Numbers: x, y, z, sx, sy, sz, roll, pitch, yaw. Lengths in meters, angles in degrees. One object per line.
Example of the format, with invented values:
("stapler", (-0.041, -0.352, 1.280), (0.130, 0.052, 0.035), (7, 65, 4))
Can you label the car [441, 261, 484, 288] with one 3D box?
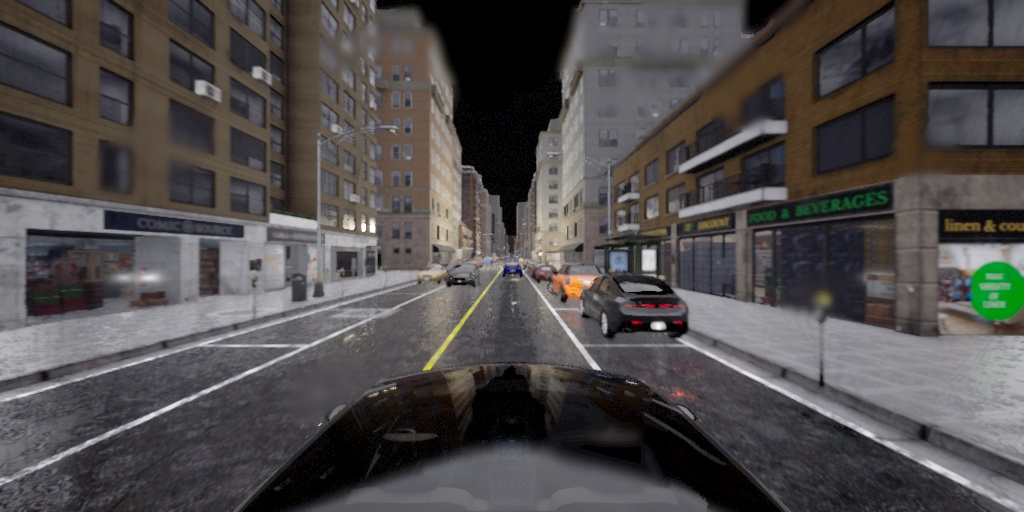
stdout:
("car", (-3.105, 1.257, 23.639), (1.837, 1.490, 4.892), (0, 0, 0))

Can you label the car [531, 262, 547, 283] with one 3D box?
("car", (2.659, 1.335, 27.280), (1.802, 1.307, 4.207), (0, 0, 0))

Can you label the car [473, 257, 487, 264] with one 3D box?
("car", (-5.880, 1.065, 60.401), (2.192, 1.841, 5.009), (0, 0, 0))

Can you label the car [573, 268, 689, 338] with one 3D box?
("car", (3.142, 1.255, 10.119), (1.837, 1.490, 4.892), (0, 0, 0))

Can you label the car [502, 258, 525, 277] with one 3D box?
("car", (0.067, 1.231, 36.278), (1.882, 1.535, 5.008), (0, 0, 0))

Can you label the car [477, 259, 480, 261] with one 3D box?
("car", (-5.875, 1.318, 49.354), (1.948, 1.339, 4.313), (0, 0, 0))

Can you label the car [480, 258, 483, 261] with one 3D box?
("car", (-5.878, 1.334, 54.878), (1.802, 1.307, 4.207), (0, 0, 0))

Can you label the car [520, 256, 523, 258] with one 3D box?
("car", (2.648, 1.193, 54.907), (1.967, 1.591, 4.097), (0, 0, 0))

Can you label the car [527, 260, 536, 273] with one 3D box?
("car", (2.656, 1.299, 32.805), (1.888, 1.381, 4.507), (0, 0, 0))

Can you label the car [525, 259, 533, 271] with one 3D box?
("car", (2.652, 1.304, 43.856), (2.007, 1.370, 4.403), (0, 0, 0))

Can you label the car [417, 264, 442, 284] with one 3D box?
("car", (-5.867, 1.278, 27.089), (1.751, 1.417, 4.829), (0, 0, 0))

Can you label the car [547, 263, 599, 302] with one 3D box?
("car", (3.088, 1.104, 17.138), (2.097, 1.767, 4.553), (0, 0, -1))

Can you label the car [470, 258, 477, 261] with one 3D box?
("car", (-5.874, 1.303, 43.830), (2.007, 1.370, 4.403), (0, 0, 0))
